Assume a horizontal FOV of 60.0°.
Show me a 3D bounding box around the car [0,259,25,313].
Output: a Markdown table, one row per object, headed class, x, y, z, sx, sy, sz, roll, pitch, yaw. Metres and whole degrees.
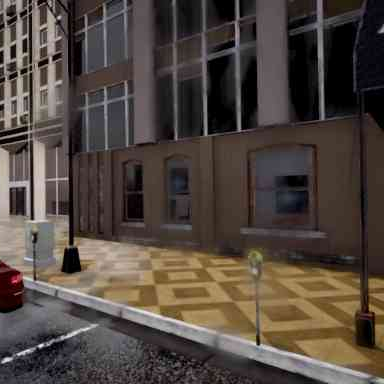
| class | x | y | z | sx | sy | sz | roll | pitch | yaw |
| --- | --- | --- | --- | --- | --- | --- | --- | --- | --- |
| car | -4.803 | 1.584 | 6.322 | 4.206 | 1.307 | 1.802 | 0 | -1 | 36 |
